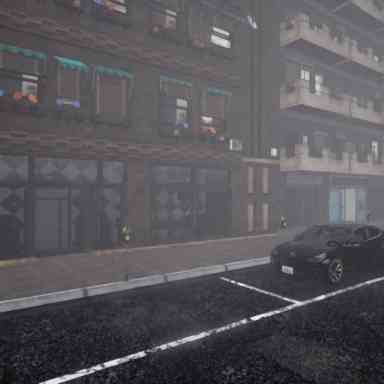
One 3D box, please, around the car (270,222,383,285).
[{"bbox_3d":[4.150,1.566,9.542,4.313,1.339,1.947,0,0,-36],"label":"car"}]
